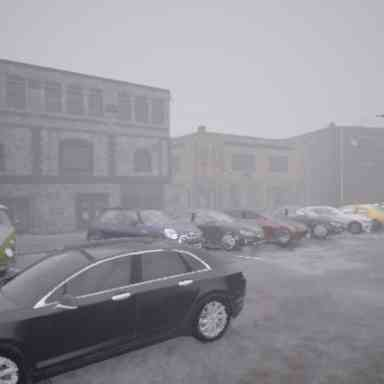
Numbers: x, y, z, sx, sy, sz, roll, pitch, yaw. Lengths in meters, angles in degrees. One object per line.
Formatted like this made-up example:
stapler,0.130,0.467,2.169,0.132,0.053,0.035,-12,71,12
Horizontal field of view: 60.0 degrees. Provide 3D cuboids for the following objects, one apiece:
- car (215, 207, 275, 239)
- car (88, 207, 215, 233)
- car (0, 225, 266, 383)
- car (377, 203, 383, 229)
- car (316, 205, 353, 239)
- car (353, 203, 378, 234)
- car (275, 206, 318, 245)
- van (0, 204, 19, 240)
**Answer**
car,0.645,1.490,14.057,4.892,1.521,2.231,-1,-1,35
car,-1.764,1.362,12.372,4.553,1.767,2.185,-1,-1,35
car,-1.339,1.505,4.877,4.892,1.490,1.837,0,0,-35
car,10.049,1.499,20.965,5.366,1.575,1.946,-1,-1,35
car,5.424,1.496,17.470,4.892,1.521,2.231,-1,-1,34
car,7.815,1.538,19.164,4.674,1.452,2.002,-1,-1,35
car,3.064,1.521,15.740,4.792,1.488,2.163,-1,-1,35
van,-6.421,1.258,8.884,4.442,1.987,1.878,-1,-1,35
